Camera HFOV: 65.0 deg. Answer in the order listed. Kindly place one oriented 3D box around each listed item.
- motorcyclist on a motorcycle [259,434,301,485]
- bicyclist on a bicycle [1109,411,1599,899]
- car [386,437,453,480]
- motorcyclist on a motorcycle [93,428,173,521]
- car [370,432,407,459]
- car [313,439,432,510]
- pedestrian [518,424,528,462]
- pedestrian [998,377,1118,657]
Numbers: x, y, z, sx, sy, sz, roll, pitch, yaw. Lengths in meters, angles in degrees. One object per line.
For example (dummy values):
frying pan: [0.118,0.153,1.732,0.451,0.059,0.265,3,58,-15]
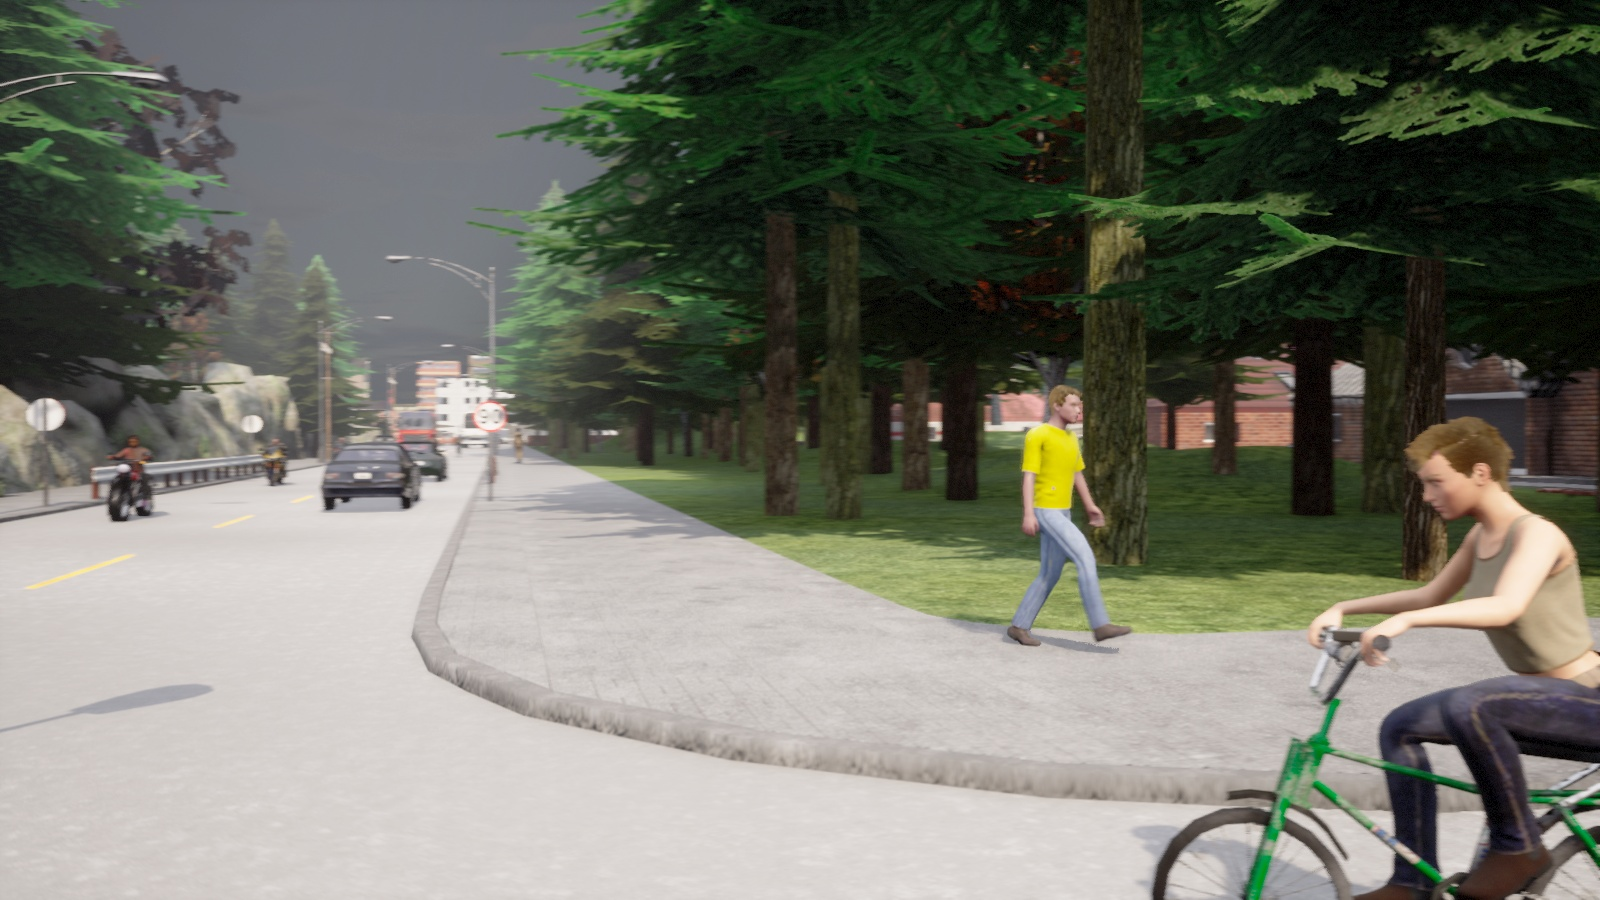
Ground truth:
motorcyclist on a motorcycle: [-16.186,0.282,39.118,0.866,1.530,2.191,0,1,-13]
bicyclist on a bicycle: [1.647,0.729,3.381,1.509,1.612,0.866,0,-2,9]
car: [-13.146,0.268,43.615,1.994,1.385,4.181,0,1,-13]
motorcyclist on a motorcycle: [-12.477,0.415,23.570,0.766,1.649,2.350,0,1,-13]
car: [-24.886,-0.294,76.059,1.789,1.549,3.705,0,1,-13]
car: [-9.456,0.467,28.146,2.033,1.411,5.357,0,1,-13]
pedestrian: [-14.078,-0.350,63.812,0.396,1.930,0.692,0,1,-5]
pedestrian: [1.754,0.434,8.577,0.706,1.836,0.354,1,1,40]
